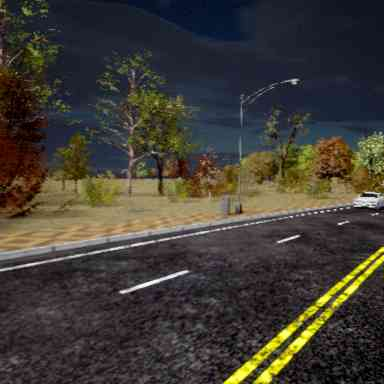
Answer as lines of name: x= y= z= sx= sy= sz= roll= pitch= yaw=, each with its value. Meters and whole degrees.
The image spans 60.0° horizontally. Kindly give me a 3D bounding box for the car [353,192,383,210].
car: x=16.084 y=0.758 z=29.804 sx=1.812 sy=1.442 sz=4.674 roll=3 pitch=3 yaw=42
